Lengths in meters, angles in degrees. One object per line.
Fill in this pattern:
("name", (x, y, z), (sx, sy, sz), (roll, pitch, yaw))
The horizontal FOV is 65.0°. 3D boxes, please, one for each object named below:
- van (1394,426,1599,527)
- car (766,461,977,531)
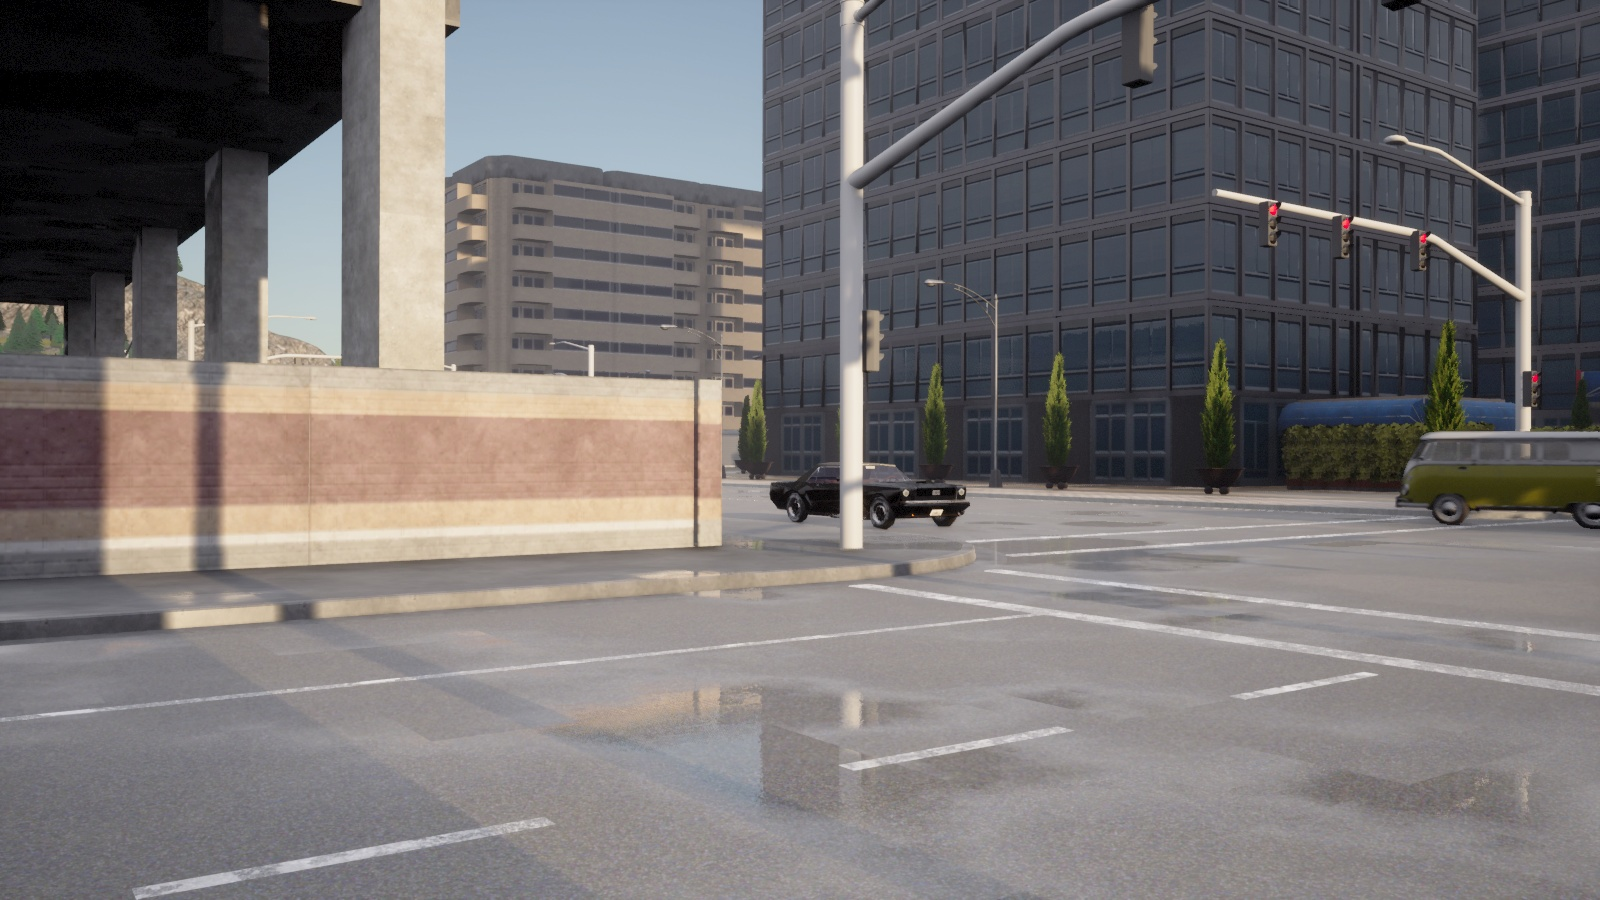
("van", (15.016, 0.530, 26.381), (4.442, 1.987, 1.775), (0, 0, 31))
("car", (1.379, 0.907, 26.381), (1.895, 1.301, 4.718), (0, 0, -35))
